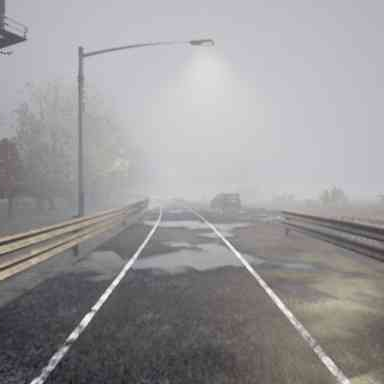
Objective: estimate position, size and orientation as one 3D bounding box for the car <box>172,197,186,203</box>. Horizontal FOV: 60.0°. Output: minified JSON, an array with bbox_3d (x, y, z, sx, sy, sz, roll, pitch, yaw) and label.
[{"bbox_3d":[-2.640,1.557,64.871,1.895,1.301,4.718,0,0,-14],"label":"car"}]

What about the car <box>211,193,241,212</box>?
[{"bbox_3d":[3.892,1.151,38.720,2.150,2.045,5.566,0,0,-14],"label":"car"}]
